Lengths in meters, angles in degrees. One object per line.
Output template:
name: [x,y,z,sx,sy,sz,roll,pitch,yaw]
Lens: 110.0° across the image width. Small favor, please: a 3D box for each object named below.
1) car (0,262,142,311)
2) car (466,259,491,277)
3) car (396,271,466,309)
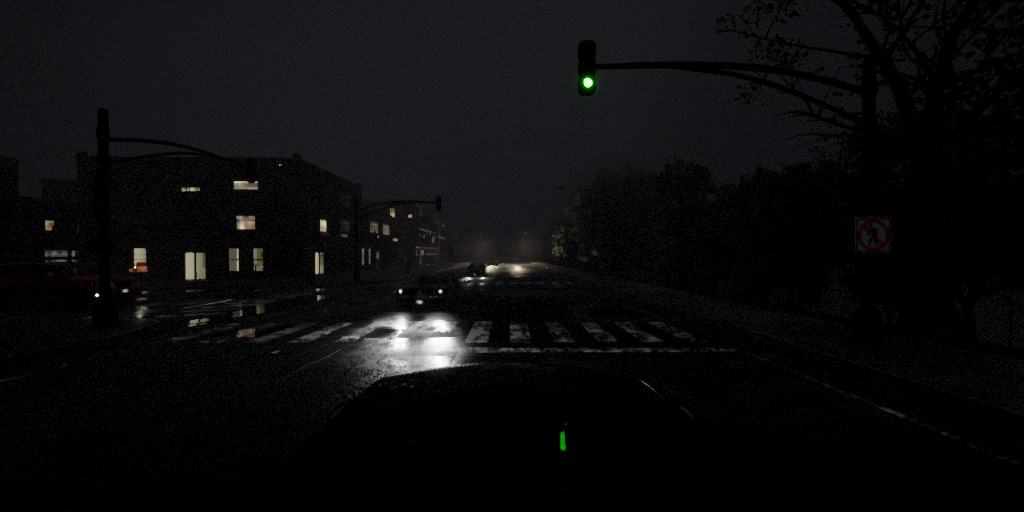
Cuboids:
car: [-20.328,1.274,16.210,5.566,2.045,2.150,-1,1,-1]
car: [-3.457,1.312,35.563,2.033,1.411,5.357,0,0,0]
car: [-3.310,1.353,15.076,1.895,1.301,4.718,0,0,0]
